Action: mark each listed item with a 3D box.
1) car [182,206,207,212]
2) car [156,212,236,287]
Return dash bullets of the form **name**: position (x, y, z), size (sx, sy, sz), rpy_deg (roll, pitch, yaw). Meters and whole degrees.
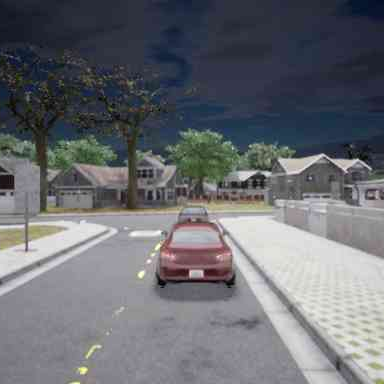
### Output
- **car**: position (0.142, 1.532, 20.074), size (2.033, 1.411, 5.357), rpy_deg (0, 0, 2)
- **car**: position (0.090, 1.518, 9.186), size (1.812, 1.442, 4.674), rpy_deg (0, 0, 0)
